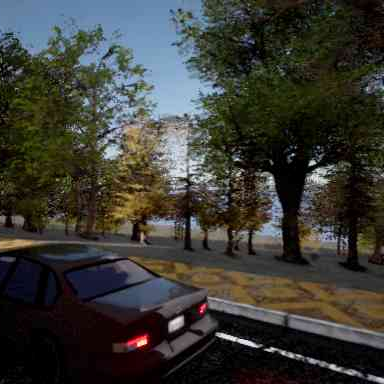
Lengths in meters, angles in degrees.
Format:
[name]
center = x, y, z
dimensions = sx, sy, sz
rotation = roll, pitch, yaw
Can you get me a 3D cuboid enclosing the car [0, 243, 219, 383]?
[car]
center = -2.233, 1.564, 5.249
dimensions = 5.357, 1.411, 2.033
rotation = 0, 0, 35
